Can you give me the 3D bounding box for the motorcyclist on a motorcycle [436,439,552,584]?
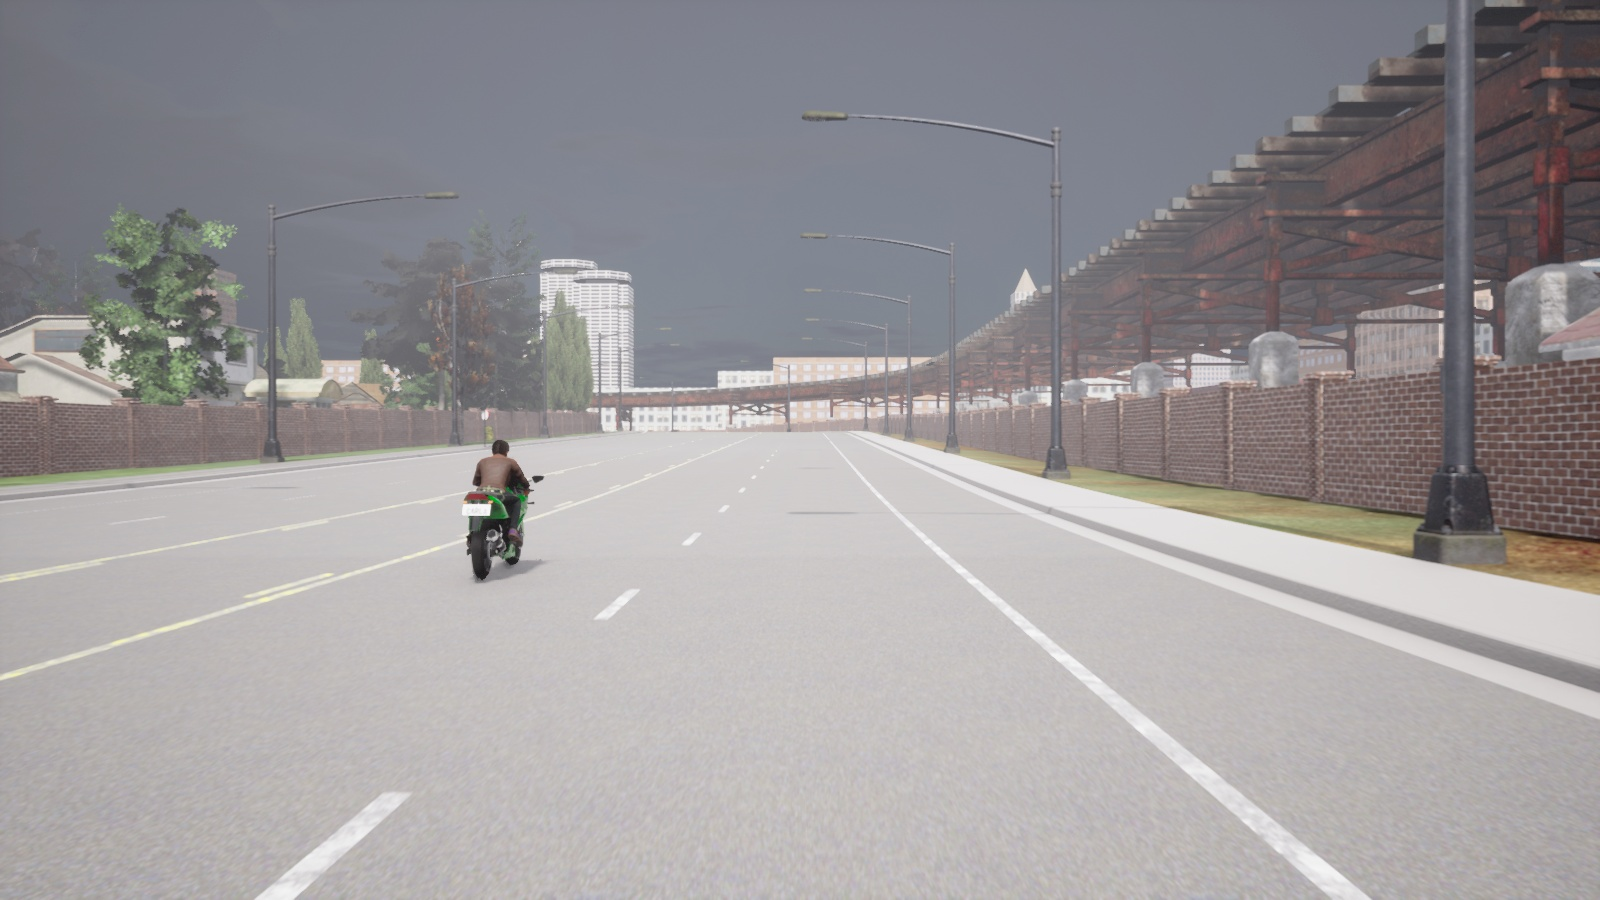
[{"bbox_3d":[-3.402,0.635,14.167,0.797,1.523,2.044,0,1,0],"label":"motorcyclist on a motorcycle"}]
